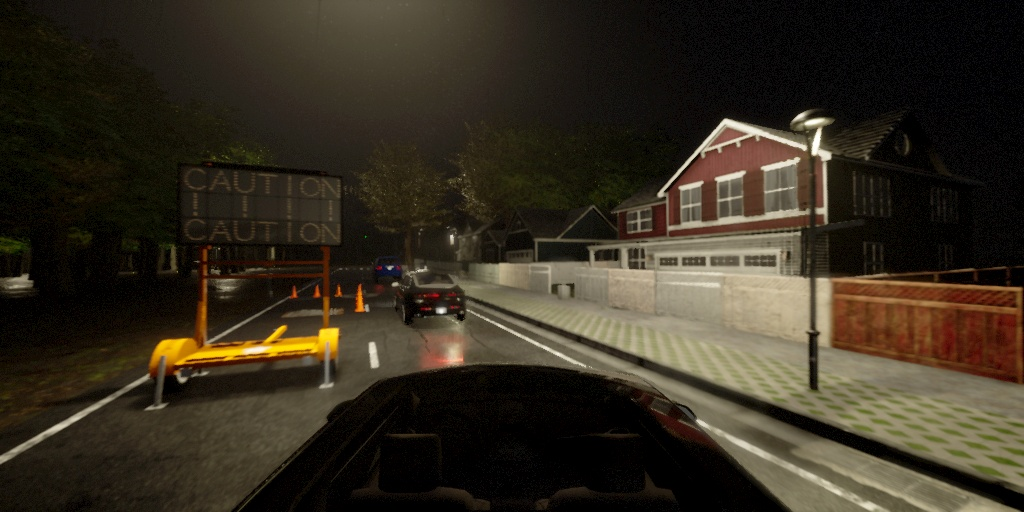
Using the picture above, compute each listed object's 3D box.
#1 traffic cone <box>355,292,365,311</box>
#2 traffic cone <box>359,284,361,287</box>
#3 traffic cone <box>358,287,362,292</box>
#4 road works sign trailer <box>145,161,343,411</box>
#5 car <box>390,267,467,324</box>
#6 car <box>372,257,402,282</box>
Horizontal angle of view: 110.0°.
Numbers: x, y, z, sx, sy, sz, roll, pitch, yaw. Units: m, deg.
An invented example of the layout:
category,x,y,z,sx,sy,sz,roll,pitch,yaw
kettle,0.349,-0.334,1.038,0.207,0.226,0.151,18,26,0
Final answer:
category,x,y,z,sx,sy,sz,roll,pitch,yaw
traffic cone,-5.688,1.749,13.415,0.340,0.580,0.340,0,0,-23
traffic cone,-7.250,1.763,17.098,0.340,0.580,0.340,0,0,-23
traffic cone,-6.470,1.756,15.256,0.340,0.580,0.340,0,0,-23
road works sign trailer,-4.318,0.230,6.389,2.380,3.560,2.880,0,0,-23
car,-2.935,1.296,12.340,1.837,1.490,4.892,0,0,-23
car,-10.576,1.083,30.364,2.150,2.045,5.566,0,0,-23
